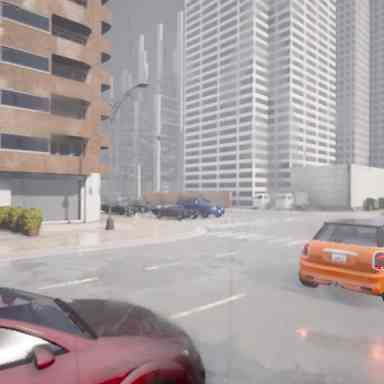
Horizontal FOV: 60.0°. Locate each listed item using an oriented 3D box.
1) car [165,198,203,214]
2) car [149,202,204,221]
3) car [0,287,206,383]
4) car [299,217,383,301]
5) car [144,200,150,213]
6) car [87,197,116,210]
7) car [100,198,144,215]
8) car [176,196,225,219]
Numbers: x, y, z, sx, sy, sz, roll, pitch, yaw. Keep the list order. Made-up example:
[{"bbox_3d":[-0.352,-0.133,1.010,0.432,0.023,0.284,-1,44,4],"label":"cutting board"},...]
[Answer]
[{"bbox_3d":[-1.020,1.624,40.094,2.097,1.767,4.553,1,0,-43],"label":"car"},{"bbox_3d":[-1.482,1.814,30.061,1.895,1.301,4.718,1,0,-43],"label":"car"},{"bbox_3d":[-1.906,1.569,2.857,4.181,1.385,1.994,1,0,-36],"label":"car"},{"bbox_3d":[4.693,1.424,8.440,4.553,1.767,2.097,1,0,-42],"label":"car"},{"bbox_3d":[-5.924,1.748,39.942,1.837,1.490,4.892,1,0,-43],"label":"car"},{"bbox_3d":[-12.927,1.598,47.471,2.097,1.767,4.553,1,0,-43],"label":"car"},{"bbox_3d":[-8.068,1.763,37.107,2.033,1.411,5.357,1,0,-43],"label":"car"},{"bbox_3d":[0.680,1.462,32.880,2.150,2.045,5.566,1,-1,-43],"label":"car"}]
